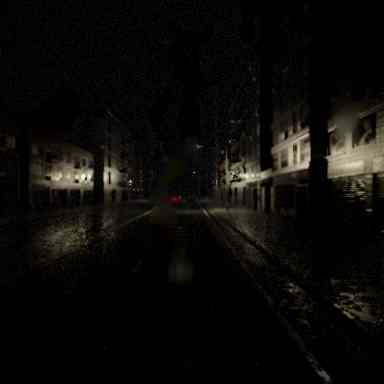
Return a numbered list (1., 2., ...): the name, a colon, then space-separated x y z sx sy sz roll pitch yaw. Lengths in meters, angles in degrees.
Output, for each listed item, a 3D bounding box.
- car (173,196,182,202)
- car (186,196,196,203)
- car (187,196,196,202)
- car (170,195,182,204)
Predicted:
1. car: -3.432 1.643 79.368 1.994 1.385 4.181 0 0 0
2. car: -0.159 1.602 69.370 1.812 1.442 4.674 0 0 0
3. car: -0.182 1.612 79.375 2.128 1.511 4.902 0 0 0
4. car: -3.408 1.495 69.175 2.097 1.767 4.553 0 0 0
